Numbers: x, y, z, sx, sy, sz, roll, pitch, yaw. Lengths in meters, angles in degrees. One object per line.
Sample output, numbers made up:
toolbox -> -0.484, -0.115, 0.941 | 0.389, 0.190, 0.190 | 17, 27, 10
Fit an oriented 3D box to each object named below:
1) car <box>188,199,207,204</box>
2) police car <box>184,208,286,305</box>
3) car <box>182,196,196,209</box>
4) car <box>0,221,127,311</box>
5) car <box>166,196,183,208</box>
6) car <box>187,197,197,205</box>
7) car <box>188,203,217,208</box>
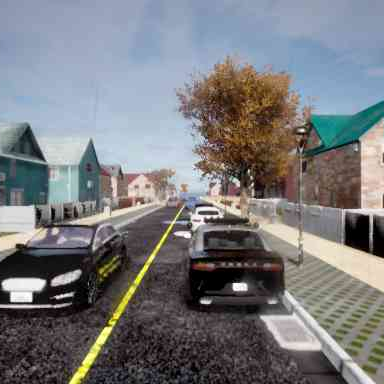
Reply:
car -> 0.821, 1.512, 24.179 | 1.837, 1.490, 4.892 | 0, 0, 0
police car -> 0.824, 1.426, 8.288 | 1.930, 1.638, 5.238 | 0, 0, 0
car -> 0.022, 1.638, 46.038 | 2.033, 1.411, 5.357 | 0, 0, 0
car -> -2.851, 1.492, 8.013 | 2.128, 1.511, 4.902 | 0, 0, 0
car -> -2.849, 1.469, 50.718 | 2.097, 1.767, 4.553 | 0, 0, 0
car -> -0.009, 1.662, 63.091 | 1.882, 1.535, 5.008 | 0, 0, 0
car -> 0.822, 1.530, 18.179 | 1.812, 1.442, 4.674 | 0, 0, 0
